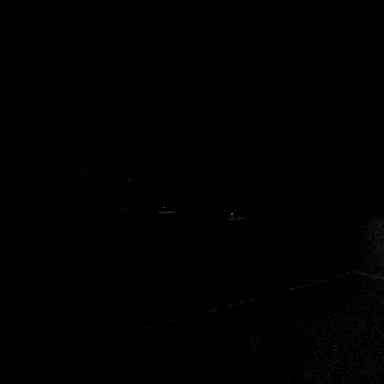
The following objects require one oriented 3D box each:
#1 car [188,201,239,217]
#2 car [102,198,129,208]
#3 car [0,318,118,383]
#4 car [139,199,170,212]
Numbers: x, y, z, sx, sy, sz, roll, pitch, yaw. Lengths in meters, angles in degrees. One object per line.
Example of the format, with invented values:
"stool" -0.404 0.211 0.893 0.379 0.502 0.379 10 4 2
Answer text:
"car" 1.824 1.520 30.832 2.033 1.411 5.357 0 0 -39
"car" -10.849 1.524 46.670 2.033 1.411 5.357 0 0 -39
"car" -2.800 1.493 1.731 4.902 1.511 2.128 0 0 -36
"car" -4.377 1.538 38.567 1.994 1.385 4.181 0 0 -39
